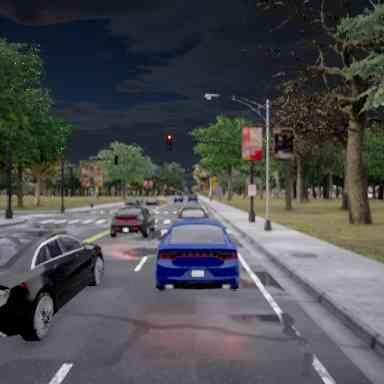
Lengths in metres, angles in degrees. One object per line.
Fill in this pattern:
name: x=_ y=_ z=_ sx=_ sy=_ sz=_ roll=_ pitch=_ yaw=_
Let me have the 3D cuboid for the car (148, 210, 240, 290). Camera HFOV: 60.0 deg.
car: x=0.125 y=1.492 z=9.158 sx=1.882 sy=1.535 sz=5.008 roll=0 pitch=0 yaw=0

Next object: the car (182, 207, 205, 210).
car: x=0.066 y=1.557 z=18.369 sx=1.812 sy=1.442 sz=4.674 roll=0 pitch=0 yaw=1

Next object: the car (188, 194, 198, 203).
car: x=0.193 y=1.383 z=74.108 sx=2.150 sy=2.045 sz=5.566 roll=0 pitch=0 yaw=0

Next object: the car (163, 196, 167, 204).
car: x=-6.319 y=1.625 z=69.818 sx=1.882 sy=1.535 sz=5.008 roll=0 pitch=0 yaw=0

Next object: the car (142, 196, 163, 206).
car: x=-6.437 y=1.583 z=54.697 sx=1.882 sy=1.535 sz=5.008 roll=0 pitch=0 yaw=0

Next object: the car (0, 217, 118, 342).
car: x=-3.142 y=1.502 z=6.468 sx=2.128 sy=1.511 sz=4.902 roll=0 pitch=0 yaw=1

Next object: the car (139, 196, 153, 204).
car: x=-9.569 y=1.671 z=69.520 sx=2.128 sy=1.511 sz=4.902 roll=0 pitch=0 yaw=0

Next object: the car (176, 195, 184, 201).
car: x=-3.030 y=1.608 z=84.501 sx=2.033 sy=1.411 sz=5.357 roll=0 pitch=0 yaw=0

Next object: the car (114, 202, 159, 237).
car: x=-3.105 y=1.535 z=18.032 sx=1.837 sy=1.490 sz=4.892 roll=0 pitch=0 yaw=0

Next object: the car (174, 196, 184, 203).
car: x=-3.057 y=1.636 z=74.085 sx=1.882 sy=1.535 sz=5.008 roll=0 pitch=0 yaw=0

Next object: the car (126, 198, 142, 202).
car: x=-9.685 y=1.669 z=54.650 sx=1.994 sy=1.385 sz=4.181 roll=0 pitch=0 yaw=1
